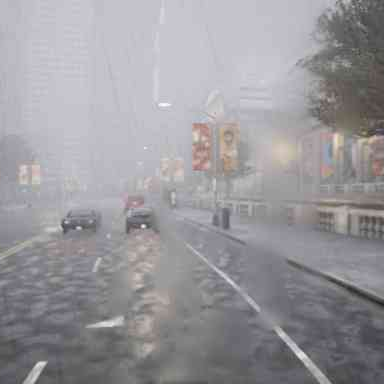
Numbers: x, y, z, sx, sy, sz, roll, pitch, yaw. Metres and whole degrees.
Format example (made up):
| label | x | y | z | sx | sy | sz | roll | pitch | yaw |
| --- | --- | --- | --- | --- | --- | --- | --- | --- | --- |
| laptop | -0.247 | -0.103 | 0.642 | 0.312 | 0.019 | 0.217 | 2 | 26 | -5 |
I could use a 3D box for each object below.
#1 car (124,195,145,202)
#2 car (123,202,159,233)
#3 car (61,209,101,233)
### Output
| label | x | y | z | sx | sy | sz | roll | pitch | yaw |
| --- | --- | --- | --- | --- | --- | --- | --- | --- | --- |
| car | -6.317 | 1.371 | 36.679 | 2.150 | 2.045 | 5.566 | 0 | 0 | -11 |
| car | -3.091 | 1.588 | 20.335 | 1.837 | 1.490 | 4.892 | 0 | 0 | -11 |
| car | -6.692 | 1.703 | 20.578 | 1.895 | 1.301 | 4.718 | 0 | 0 | -11 |
